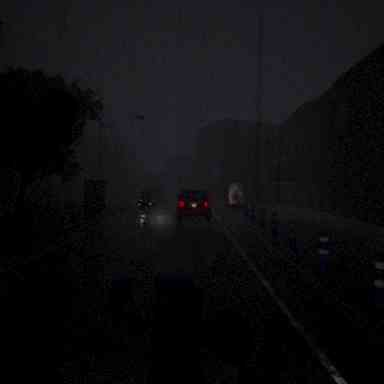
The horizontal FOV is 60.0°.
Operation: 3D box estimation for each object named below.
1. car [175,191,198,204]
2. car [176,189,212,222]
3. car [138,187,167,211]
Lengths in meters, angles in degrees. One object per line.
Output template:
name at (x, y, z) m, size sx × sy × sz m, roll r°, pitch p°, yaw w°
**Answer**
car at (-0.776, 0.642, 41.236) m, size 2.128 × 1.511 × 4.902 m, roll 0°, pitch 1°, yaw -10°
car at (0.122, 0.809, 22.183) m, size 2.150 × 2.045 × 5.566 m, roll 0°, pitch 2°, yaw 0°
car at (-3.586, 0.583, 31.114) m, size 2.150 × 2.045 × 5.566 m, roll 0°, pitch 2°, yaw 0°
